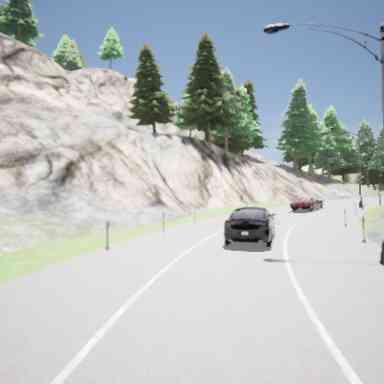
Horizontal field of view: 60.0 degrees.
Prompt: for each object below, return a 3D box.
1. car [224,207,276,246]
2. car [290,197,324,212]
[{"bbox_3d":[2.674,1.384,14.918,1.882,1.535,5.008,-1,0,16],"label":"car"},{"bbox_3d":[10.872,1.093,31.231,1.895,1.301,4.718,-2,1,36],"label":"car"}]
